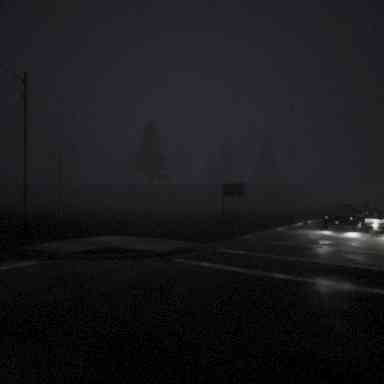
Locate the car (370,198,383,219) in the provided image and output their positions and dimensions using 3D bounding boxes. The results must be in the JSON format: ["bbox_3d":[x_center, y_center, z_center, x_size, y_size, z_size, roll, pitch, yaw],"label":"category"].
[{"bbox_3d":[15.672,1.548,29.327,1.994,1.385,4.181,0,0,36],"label":"car"}]

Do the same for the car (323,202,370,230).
[{"bbox_3d":[9.829,1.509,21.309,1.812,1.442,4.674,0,0,36],"label":"car"}]
